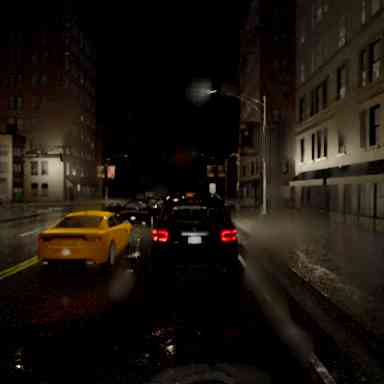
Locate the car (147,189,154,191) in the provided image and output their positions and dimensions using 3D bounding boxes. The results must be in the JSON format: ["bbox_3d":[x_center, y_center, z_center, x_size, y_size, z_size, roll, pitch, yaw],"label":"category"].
[{"bbox_3d":[-10.261,0.393,81.397,2.150,2.045,5.566,0,1,0],"label":"car"}]

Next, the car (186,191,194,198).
[{"bbox_3d":[-0.515,0.641,82.158,1.882,1.535,5.008,0,1,0],"label":"car"}]

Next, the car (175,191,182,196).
[{"bbox_3d":[-3.831,0.428,92.555,1.837,1.490,4.892,0,1,0],"label":"car"}]

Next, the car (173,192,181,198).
[{"bbox_3d":[-3.767,0.683,82.555,1.812,1.442,4.674,0,1,0],"label":"car"}]

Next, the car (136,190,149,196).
[{"bbox_3d":[-10.180,0.892,66.136,1.994,1.385,4.181,0,1,0],"label":"car"}]

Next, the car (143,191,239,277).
[{"bbox_3d":[0.040,1.121,10.014,2.150,2.045,5.566,0,1,0],"label":"car"}]

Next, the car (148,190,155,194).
[{"bbox_3d":[-6.930,0.892,66.156,1.994,1.385,4.181,0,1,0],"label":"car"}]

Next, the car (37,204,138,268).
[{"bbox_3d":[-3.216,1.368,10.917,1.882,1.535,5.008,0,0,0],"label":"car"}]

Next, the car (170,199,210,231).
[{"bbox_3d":[-0.122,1.289,20.204,2.128,1.511,4.902,0,1,0],"label":"car"}]

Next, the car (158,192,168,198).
[{"bbox_3d":[-7.011,0.707,81.450,2.033,1.411,5.357,0,1,0],"label":"car"}]

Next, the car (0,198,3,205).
[{"bbox_3d":[-25.630,1.167,41.022,4.313,1.339,1.947,0,0,0],"label":"car"}]

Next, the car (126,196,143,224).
[{"bbox_3d":[-3.278,1.268,20.909,1.882,1.535,5.008,0,1,0],"label":"car"}]
